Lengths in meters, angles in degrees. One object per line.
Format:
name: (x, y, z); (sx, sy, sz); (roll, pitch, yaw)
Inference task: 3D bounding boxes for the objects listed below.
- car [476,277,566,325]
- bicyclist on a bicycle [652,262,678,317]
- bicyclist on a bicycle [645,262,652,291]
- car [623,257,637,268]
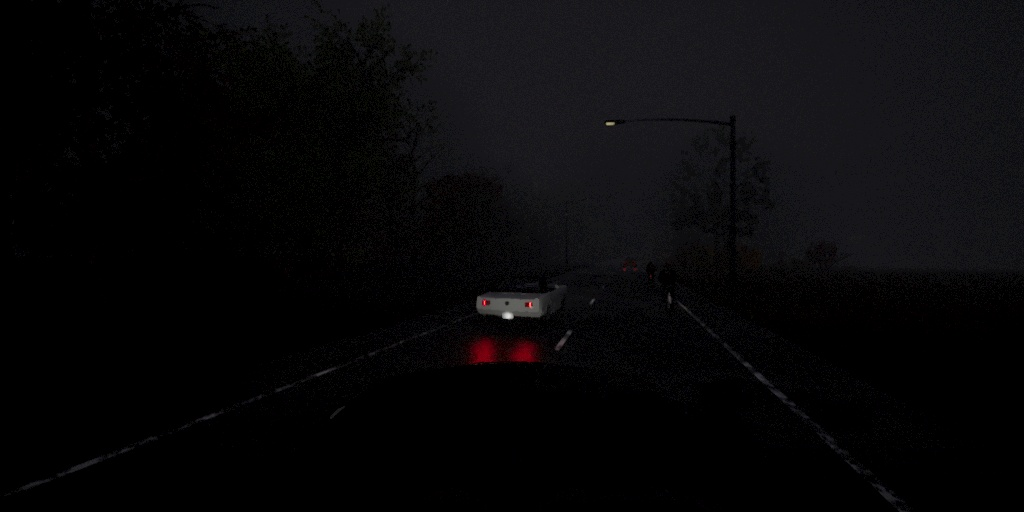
car: (0.575, 1.324, 11.849); (1.895, 1.301, 4.718); (0, 0, 18)
bicyclist on a bicycle: (5.233, 1.093, 12.074); (0.659, 1.776, 1.843); (0, 0, 18)
bicyclist on a bicycle: (7.914, 1.154, 20.443); (0.582, 1.620, 1.656); (0, 0, 18)
car: (18.880, 0.958, 57.502); (2.097, 1.767, 4.553); (0, 0, 18)
